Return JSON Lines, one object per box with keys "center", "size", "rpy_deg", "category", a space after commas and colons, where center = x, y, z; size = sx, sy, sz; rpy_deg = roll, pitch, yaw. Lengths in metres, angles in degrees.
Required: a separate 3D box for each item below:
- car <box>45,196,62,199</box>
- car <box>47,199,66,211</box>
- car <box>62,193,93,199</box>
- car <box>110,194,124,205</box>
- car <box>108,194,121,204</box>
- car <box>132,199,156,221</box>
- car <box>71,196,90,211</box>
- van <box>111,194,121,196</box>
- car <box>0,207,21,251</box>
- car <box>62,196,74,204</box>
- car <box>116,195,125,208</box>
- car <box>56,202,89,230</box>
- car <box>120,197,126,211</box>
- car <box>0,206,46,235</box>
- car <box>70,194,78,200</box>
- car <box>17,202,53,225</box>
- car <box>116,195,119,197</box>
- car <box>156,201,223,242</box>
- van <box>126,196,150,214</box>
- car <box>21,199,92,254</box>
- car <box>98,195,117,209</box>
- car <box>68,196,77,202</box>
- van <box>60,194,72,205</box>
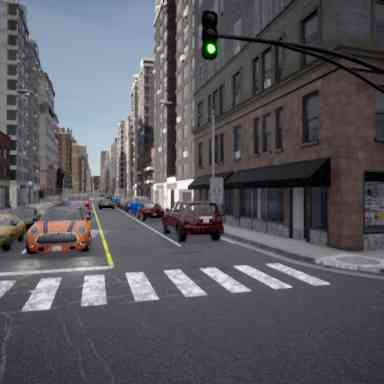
{"center": [-14.965, 1.310, 35.729], "size": [2.192, 1.841, 5.009], "rpy_deg": [0, 0, -17], "category": "car"}
{"center": [-16.646, 1.573, 41.128], "size": [1.802, 1.307, 4.206], "rpy_deg": [0, 0, -17], "category": "car"}
{"center": [-10.818, 1.223, 31.819], "size": [2.150, 2.045, 5.566], "rpy_deg": [0, 0, -16], "category": "car"}
{"center": [-13.540, 1.300, 59.847], "size": [2.192, 1.841, 5.009], "rpy_deg": [0, 0, -17], "category": "car"}
{"center": [-15.221, 1.294, 65.248], "size": [2.192, 1.841, 5.009], "rpy_deg": [0, 0, -17], "category": "car"}
{"center": [-3.458, 1.558, 27.439], "size": [1.887, 1.381, 4.507], "rpy_deg": [0, 0, -17], "category": "car"}
{"center": [-13.698, 1.347, 41.227], "size": [2.097, 1.767, 4.553], "rpy_deg": [0, 0, -17], "category": "car"}
{"center": [-11.859, 1.332, 54.445], "size": [1.690, 1.788, 3.998], "rpy_deg": [0, 0, -17], "category": "van"}
{"center": [-8.196, 1.534, 13.968], "size": [1.752, 1.417, 4.829], "rpy_deg": [0, 0, -17], "category": "car"}
{"center": [-23.365, 1.514, 62.727], "size": [1.887, 1.381, 4.507], "rpy_deg": [0, 0, -17], "category": "car"}
{"center": [-8.550, 1.526, 43.806], "size": [1.752, 1.417, 4.829], "rpy_deg": [0, 0, -17], "category": "car"}
{"center": [-7.919, 1.513, 22.398], "size": [1.837, 1.490, 4.892], "rpy_deg": [0, 0, -17], "category": "car"}
{"center": [-6.819, 1.587, 38.242], "size": [1.802, 1.307, 4.206], "rpy_deg": [0, 0, -17], "category": "car"}
{"center": [-9.926, 1.572, 19.530], "size": [1.947, 1.339, 4.313], "rpy_deg": [0, 0, -17], "category": "car"}
{"center": [-31.766, 1.439, 89.721], "size": [1.967, 1.590, 4.097], "rpy_deg": [0, 0, -17], "category": "car"}
{"center": [-11.555, 1.528, 24.767], "size": [1.752, 1.417, 4.829], "rpy_deg": [0, 0, -17], "category": "car"}
{"center": [-10.180, 1.578, 49.045], "size": [1.802, 1.307, 4.206], "rpy_deg": [0, 0, -17], "category": "car"}
{"center": [-0.096, 1.334, 16.637], "size": [2.192, 1.841, 5.009], "rpy_deg": [0, 0, -17], "category": "car"}
{"center": [-5.138, 1.350, 32.841], "size": [1.690, 1.788, 3.998], "rpy_deg": [0, 0, -17], "category": "van"}
{"center": [-5.253, 1.364, 13.628], "size": [2.097, 1.767, 4.553], "rpy_deg": [0, 0, -16], "category": "car"}
{"center": [-11.881, 1.559, 45.867], "size": [1.994, 1.385, 4.181], "rpy_deg": [0, 0, -17], "category": "car"}
{"center": [-28.406, 1.562, 78.922], "size": [1.802, 1.307, 4.206], "rpy_deg": [0, 0, -17], "category": "car"}
{"center": [-21.685, 1.316, 57.328], "size": [1.690, 1.788, 3.998], "rpy_deg": [0, 0, -17], "category": "van"}
